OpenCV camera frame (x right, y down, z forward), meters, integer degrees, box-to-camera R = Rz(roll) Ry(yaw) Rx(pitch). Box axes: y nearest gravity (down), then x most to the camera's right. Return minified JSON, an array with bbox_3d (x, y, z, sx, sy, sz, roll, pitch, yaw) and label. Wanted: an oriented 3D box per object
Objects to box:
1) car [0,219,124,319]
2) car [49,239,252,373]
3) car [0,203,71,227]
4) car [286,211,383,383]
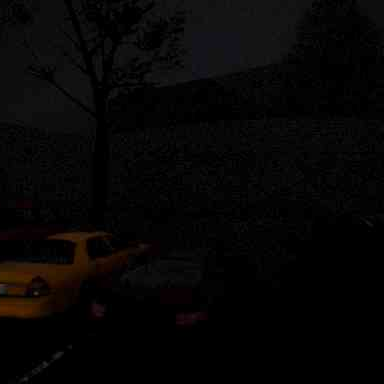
[{"bbox_3d":[-2.426,1.544,7.729,1.946,1.575,5.366,-1,-1,15],"label":"car"},{"bbox_3d":[-0.026,1.558,5.809,2.002,1.452,4.674,-1,-1,15],"label":"car"},{"bbox_3d":[-4.921,1.321,9.313,2.435,2.045,5.566,-1,-1,15],"label":"car"},{"bbox_3d":[2.435,1.240,4.104,2.435,2.045,5.566,0,-1,15],"label":"car"}]
